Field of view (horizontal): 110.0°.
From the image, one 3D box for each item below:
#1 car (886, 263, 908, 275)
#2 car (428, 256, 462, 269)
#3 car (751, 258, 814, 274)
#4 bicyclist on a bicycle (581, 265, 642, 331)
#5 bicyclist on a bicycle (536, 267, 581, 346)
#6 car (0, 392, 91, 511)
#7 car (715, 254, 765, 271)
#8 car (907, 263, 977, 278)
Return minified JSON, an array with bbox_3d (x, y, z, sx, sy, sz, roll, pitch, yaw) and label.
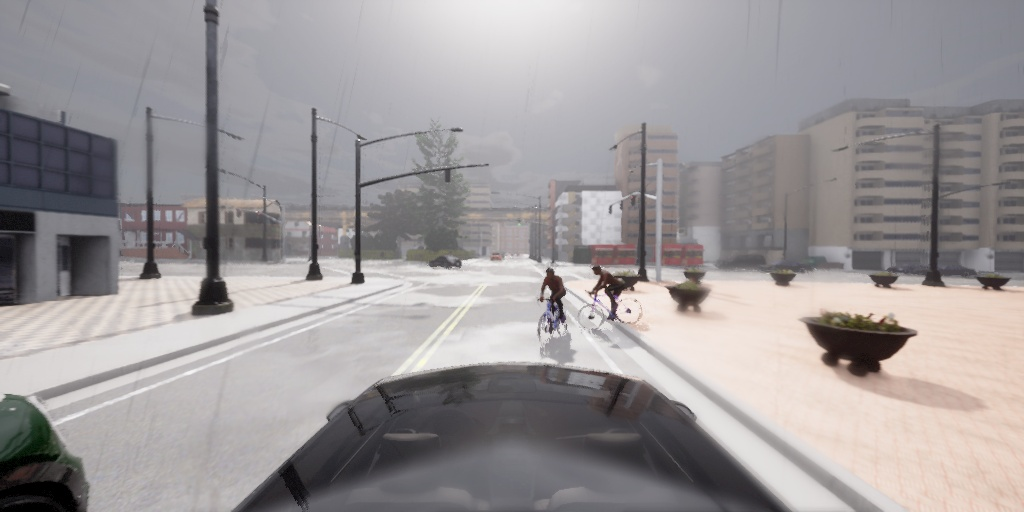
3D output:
[{"bbox_3d":[47.820,1.576,43.156,4.181,1.385,1.994,1,1,0],"label":"car"},{"bbox_3d":[-7.403,0.665,39.608,4.674,1.442,1.812,1,1,44],"label":"car"},{"bbox_3d":[30.173,1.233,39.723,5.357,1.411,2.033,1,1,0],"label":"car"},{"bbox_3d":[2.405,1.019,9.062,1.656,1.620,0.582,-9,0,1],"label":"bicyclist on a bicycle"},{"bbox_3d":[0.920,1.073,7.955,0.582,1.620,1.656,-1,1,29],"label":"bicyclist on a bicycle"},{"bbox_3d":[-3.637,1.104,0.146,2.097,1.767,4.553,0,1,1],"label":"car"},{"bbox_3d":[27.617,0.800,43.219,5.566,2.045,2.150,1,1,0],"label":"car"},{"bbox_3d":[47.826,1.649,39.657,5.357,1.411,2.033,1,1,0],"label":"car"}]
